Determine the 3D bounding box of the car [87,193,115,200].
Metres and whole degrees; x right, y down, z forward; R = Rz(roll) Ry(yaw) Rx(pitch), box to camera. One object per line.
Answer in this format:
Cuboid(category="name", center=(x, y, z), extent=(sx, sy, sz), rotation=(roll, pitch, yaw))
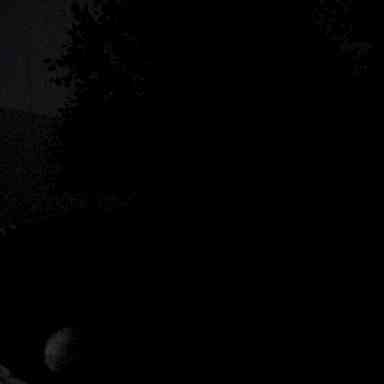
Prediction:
Cuboid(category="car", center=(-15.630, 0.676, 57.362), extent=(1.946, 1.575, 5.366), rotation=(-1, 3, 31))
